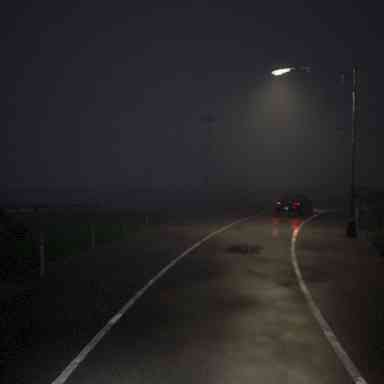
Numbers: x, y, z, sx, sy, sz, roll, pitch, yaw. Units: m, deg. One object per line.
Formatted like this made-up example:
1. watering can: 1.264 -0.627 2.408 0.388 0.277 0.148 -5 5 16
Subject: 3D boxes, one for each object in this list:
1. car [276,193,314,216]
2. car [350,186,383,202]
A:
1. car: 7.461 0.831 24.058 1.812 1.442 4.674 2 3 31
2. car: 19.647 0.123 37.196 4.553 1.767 2.097 -2 3 -38
